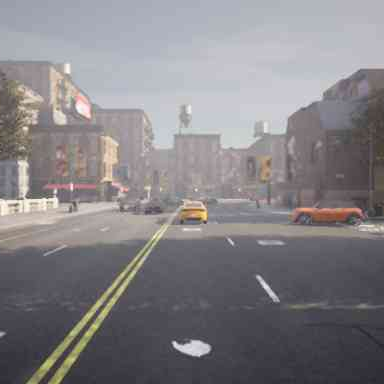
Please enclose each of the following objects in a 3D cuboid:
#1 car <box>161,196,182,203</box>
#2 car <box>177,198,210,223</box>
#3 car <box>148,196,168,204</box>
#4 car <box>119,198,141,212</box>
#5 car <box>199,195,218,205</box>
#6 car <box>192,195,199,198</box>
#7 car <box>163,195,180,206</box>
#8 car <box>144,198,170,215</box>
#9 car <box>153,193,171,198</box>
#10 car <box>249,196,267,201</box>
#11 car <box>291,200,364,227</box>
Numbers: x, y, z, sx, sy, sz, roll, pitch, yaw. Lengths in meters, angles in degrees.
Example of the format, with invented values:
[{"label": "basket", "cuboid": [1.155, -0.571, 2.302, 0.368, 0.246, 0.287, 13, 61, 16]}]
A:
[{"label": "car", "cuboid": [-4.216, 1.566, 69.032, 1.895, 1.301, 4.718, 0, 0, 30]}, {"label": "car", "cuboid": [0.108, 1.467, 25.591, 1.882, 1.535, 5.008, 0, 0, 0]}, {"label": "car", "cuboid": [-6.382, 1.493, 63.727, 2.002, 1.452, 4.674, 0, 0, 20]}, {"label": "car", "cuboid": [-7.025, 1.476, 38.099, 2.128, 1.511, 4.902, 0, 0, 1]}, {"label": "car", "cuboid": [3.305, 1.538, 60.049, 1.994, 1.385, 4.181, 0, 0, 20]}, {"label": "car", "cuboid": [2.311, 1.497, 67.111, 1.812, 1.442, 4.674, 0, 0, 27]}, {"label": "car", "cuboid": [-2.696, 1.543, 51.801, 1.994, 1.385, 4.181, 0, 0, 10]}, {"label": "car", "cuboid": [-3.581, 1.587, 33.417, 1.895, 1.301, 4.718, 0, 0, 0]}, {"label": "car", "cuboid": [-5.121, 1.198, 57.329, 2.150, 2.045, 5.566, 0, 0, 15]}, {"label": "car", "cuboid": [15.771, 1.561, 78.472, 4.718, 1.301, 1.895, 0, 0, -39]}, {"label": "car", "cuboid": [9.093, 1.342, 22.677, 4.553, 1.767, 2.097, 0, 0, 15]}]
